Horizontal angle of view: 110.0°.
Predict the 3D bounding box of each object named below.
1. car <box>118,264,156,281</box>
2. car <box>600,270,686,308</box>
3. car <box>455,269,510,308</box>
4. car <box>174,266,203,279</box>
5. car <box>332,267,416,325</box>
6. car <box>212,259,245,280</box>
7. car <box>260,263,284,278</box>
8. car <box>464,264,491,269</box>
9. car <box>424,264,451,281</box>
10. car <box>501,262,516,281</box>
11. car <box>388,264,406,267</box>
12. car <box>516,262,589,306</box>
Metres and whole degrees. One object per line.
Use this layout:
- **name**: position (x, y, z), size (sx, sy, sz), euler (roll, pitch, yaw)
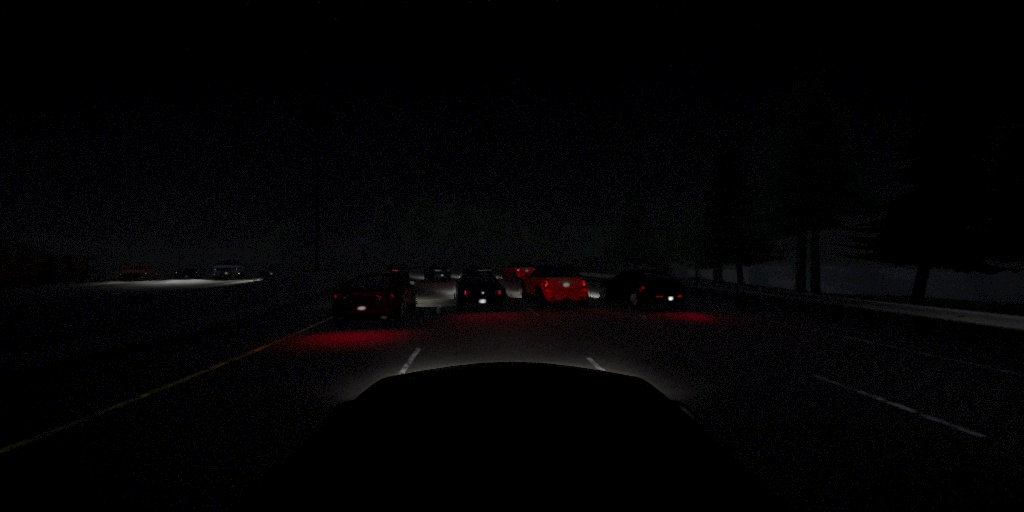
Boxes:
- **car**: position (-35.289, 1.523, 33.877), size (1.882, 1.535, 5.008), euler (0, -1, -36)
- **car**: position (5.520, 1.343, 15.773), size (1.837, 1.490, 4.892), euler (0, 0, -10)
- **car**: position (-1.552, 1.454, 15.940), size (1.895, 1.301, 4.718), euler (0, 0, -11)
- **car**: position (-32.832, 1.660, 36.484), size (1.895, 1.301, 4.718), euler (0, -1, -36)
- **car**: position (-4.522, 1.312, 12.414), size (1.882, 1.535, 5.008), euler (0, 0, -8)
- **car**: position (-28.154, 1.267, 35.784), size (2.150, 2.045, 5.566), euler (0, -1, -33)
- **car**: position (-25.553, 1.549, 38.102), size (2.128, 1.511, 4.902), euler (0, -1, -34)
- **car**: position (-3.266, 1.472, 33.514), size (2.128, 1.511, 4.902), euler (0, 0, -23)
- **car**: position (-6.995, 1.478, 33.367), size (2.128, 1.511, 4.902), euler (0, 0, -23)
- **car**: position (0.546, 1.324, 33.396), size (2.097, 1.767, 4.553), euler (0, 0, -21)
- **car**: position (-10.723, 1.484, 33.217), size (2.128, 1.511, 4.902), euler (0, 0, -23)
- **car**: position (1.801, 1.203, 16.578), size (2.097, 1.767, 4.553), euler (0, 0, -11)
